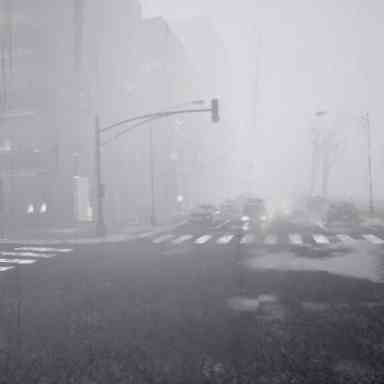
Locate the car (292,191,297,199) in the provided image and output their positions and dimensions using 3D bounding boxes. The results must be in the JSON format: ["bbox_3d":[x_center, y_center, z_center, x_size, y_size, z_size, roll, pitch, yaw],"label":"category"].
[{"bbox_3d":[18.932,0.825,58.132,1.752,1.417,4.829,-2,0,15],"label":"car"}]

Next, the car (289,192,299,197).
[{"bbox_3d":[25.952,0.618,84.712,2.008,1.369,4.403,-2,0,15],"label":"car"}]

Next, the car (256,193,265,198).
[{"bbox_3d":[17.855,0.921,86.853,2.008,1.369,4.403,-2,0,15],"label":"car"}]

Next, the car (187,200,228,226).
[{"bbox_3d":[0.907,1.511,22.664,2.008,1.369,4.403,-2,0,15],"label":"car"}]

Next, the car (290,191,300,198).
[{"bbox_3d":[24.535,0.553,79.363,1.967,1.590,4.097,-2,0,15],"label":"car"}]

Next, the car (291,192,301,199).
[{"bbox_3d":[23.127,0.709,74.015,2.008,1.369,4.403,-2,0,15],"label":"car"}]

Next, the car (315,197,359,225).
[{"bbox_3d":[9.003,1.201,20.523,1.887,1.381,4.507,-2,0,15],"label":"car"}]

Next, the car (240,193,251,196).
[{"bbox_3d":[6.552,1.195,44.061,1.967,1.590,4.097,-2,0,15],"label":"car"}]

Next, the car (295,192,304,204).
[{"bbox_3d":[16.066,0.983,47.268,1.802,1.307,4.206,-2,0,15],"label":"car"}]

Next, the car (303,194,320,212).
[{"bbox_3d":[11.870,1.076,31.386,1.752,1.417,4.829,-2,0,15],"label":"car"}]

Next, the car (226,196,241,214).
[{"bbox_3d":[3.732,1.407,33.363,2.008,1.369,4.403,-2,0,15],"label":"car"}]

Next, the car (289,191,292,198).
[{"bbox_3d":[21.714,0.750,68.666,1.887,1.381,4.507,-2,0,15],"label":"car"}]

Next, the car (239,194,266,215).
[{"bbox_3d":[5.876,1.265,30.967,1.882,1.535,5.008,-2,0,15],"label":"car"}]
